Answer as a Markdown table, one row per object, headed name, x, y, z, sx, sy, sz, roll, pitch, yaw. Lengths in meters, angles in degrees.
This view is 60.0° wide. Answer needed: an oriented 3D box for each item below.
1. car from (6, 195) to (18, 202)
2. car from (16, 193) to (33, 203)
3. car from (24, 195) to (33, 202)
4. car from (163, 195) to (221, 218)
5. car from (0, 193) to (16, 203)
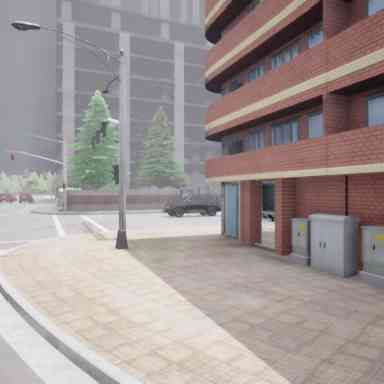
| name | x | y | z | sx | sy | sz | roll | pitch | yaw |
| --- | --- | --- | --- | --- | --- | --- | --- | --- | --- |
| car | -42.276 | 1.522 | 78.114 | 2.033 | 1.411 | 5.357 | 0 | 0 | -23 |
| car | -34.743 | 1.210 | 69.363 | 2.150 | 2.045 | 5.566 | 0 | 0 | -23 |
| car | -38.892 | 1.507 | 79.102 | 1.812 | 1.442 | 4.674 | 0 | 0 | -23 |
| car | 0.088 | 1.272 | 31.288 | 5.566 | 2.045 | 2.150 | 0 | 0 | -23 |
| car | -38.107 | 1.209 | 68.331 | 2.150 | 2.045 | 5.566 | 0 | 0 | -23 |
